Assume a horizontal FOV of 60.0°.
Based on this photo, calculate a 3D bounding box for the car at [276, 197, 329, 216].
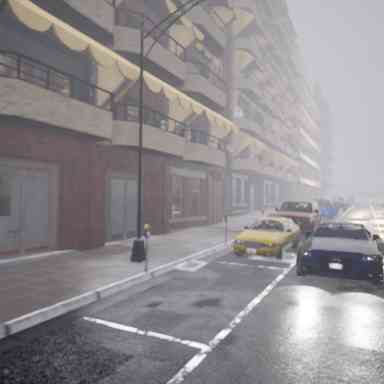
[{"bbox_3d":[5.643,1.333,17.614,2.192,1.841,5.009,2,1,28],"label":"car"}]

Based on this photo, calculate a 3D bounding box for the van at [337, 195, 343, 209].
[{"bbox_3d":[13.340,1.387,32.311,1.690,1.788,3.998,2,1,28],"label":"van"}]

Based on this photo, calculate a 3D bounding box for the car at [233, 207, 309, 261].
[{"bbox_3d":[2.992,1.538,12.566,1.752,1.417,4.829,2,1,28],"label":"car"}]

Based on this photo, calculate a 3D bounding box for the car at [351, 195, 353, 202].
[{"bbox_3d":[21.040,1.405,47.007,2.192,1.841,5.009,2,1,28],"label":"car"}]

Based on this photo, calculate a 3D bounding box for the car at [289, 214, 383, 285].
[{"bbox_3d":[4.332,1.573,9.626,1.994,1.385,4.181,0,0,28],"label":"car"}]

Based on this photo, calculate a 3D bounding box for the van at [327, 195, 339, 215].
[{"bbox_3d":[10.774,1.375,27.410,1.690,1.788,3.998,2,1,28],"label":"van"}]

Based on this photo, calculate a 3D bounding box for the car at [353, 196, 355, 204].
[{"bbox_3d":[26.168,1.691,56.809,1.947,1.339,4.313,2,1,28],"label":"car"}]

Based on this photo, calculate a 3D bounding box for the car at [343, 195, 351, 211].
[{"bbox_3d":[18.474,1.389,42.109,2.192,1.841,5.009,2,1,28],"label":"car"}]
